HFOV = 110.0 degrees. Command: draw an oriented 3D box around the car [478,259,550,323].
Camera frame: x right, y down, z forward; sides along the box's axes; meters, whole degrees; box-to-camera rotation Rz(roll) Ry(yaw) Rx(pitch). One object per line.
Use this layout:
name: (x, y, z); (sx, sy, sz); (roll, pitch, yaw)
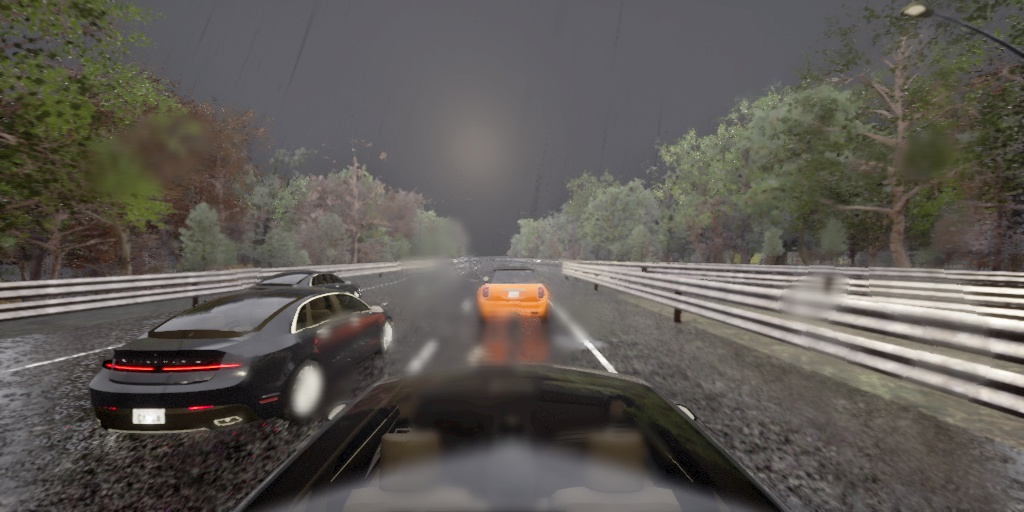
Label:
car: (0.053, 1.108, 12.219); (2.097, 1.767, 4.553); (0, 0, 0)

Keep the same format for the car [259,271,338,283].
car: (-6.948, 1.263, 12.417); (1.837, 1.490, 4.892); (0, 0, 0)

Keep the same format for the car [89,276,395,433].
car: (-3.414, 1.258, 5.787); (1.837, 1.490, 4.892); (0, 0, 0)
